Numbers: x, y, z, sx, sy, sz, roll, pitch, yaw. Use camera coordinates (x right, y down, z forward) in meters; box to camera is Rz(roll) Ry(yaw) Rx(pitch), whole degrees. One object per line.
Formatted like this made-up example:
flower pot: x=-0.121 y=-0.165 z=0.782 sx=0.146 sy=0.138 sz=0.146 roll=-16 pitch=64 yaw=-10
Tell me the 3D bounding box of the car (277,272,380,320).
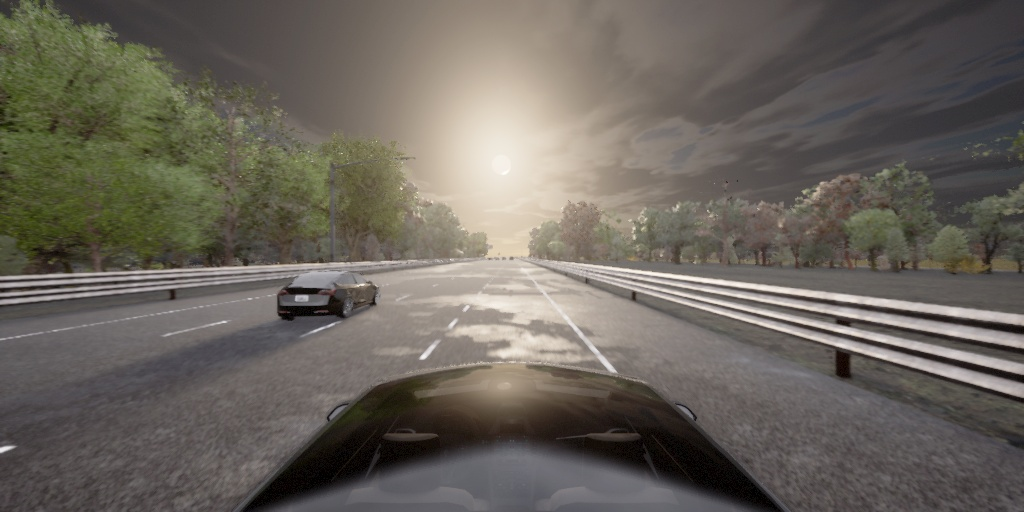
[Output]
car: x=-6.230 y=1.275 z=12.718 sx=2.163 sy=1.488 sz=4.792 roll=0 pitch=0 yaw=-4
